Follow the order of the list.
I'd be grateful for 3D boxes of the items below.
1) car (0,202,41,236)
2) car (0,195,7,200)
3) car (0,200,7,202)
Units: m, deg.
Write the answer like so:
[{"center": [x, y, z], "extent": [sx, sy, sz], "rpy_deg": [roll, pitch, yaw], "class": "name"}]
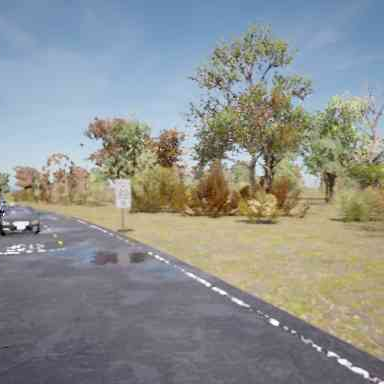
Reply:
[{"center": [-9.878, 1.570, 19.134], "extent": [2.128, 1.511, 4.902], "rpy_deg": [0, 0, -29], "class": "car"}, {"center": [-26.829, 1.433, 45.564], "extent": [2.150, 2.045, 5.566], "rpy_deg": [0, 0, -37], "class": "car"}, {"center": [-17.230, 1.735, 31.666], "extent": [1.895, 1.301, 4.718], "rpy_deg": [0, 0, -33], "class": "car"}]
